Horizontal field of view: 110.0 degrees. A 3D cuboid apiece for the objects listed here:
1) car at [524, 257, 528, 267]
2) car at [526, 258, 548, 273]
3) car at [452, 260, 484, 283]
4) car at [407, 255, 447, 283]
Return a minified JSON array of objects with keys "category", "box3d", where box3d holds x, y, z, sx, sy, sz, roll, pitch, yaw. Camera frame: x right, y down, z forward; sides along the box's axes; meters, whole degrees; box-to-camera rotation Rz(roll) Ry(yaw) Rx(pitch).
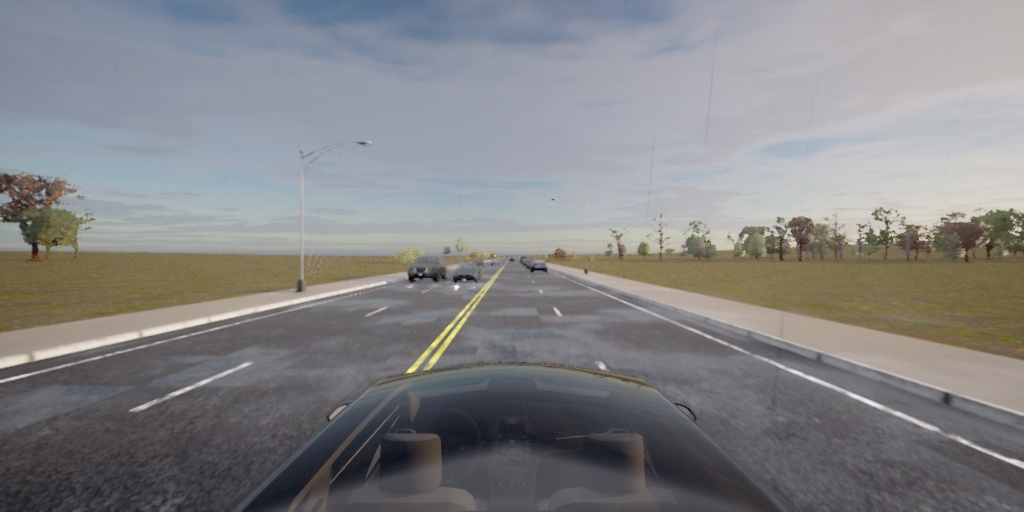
[{"category":"car","box3d":[3.253,1.310,55.213,1.994,1.385,4.181,0,0,0]},{"category":"car","box3d":[3.253,1.252,44.243,2.163,1.488,4.792,0,0,0]},{"category":"car","box3d":[-3.342,1.296,27.775,2.033,1.411,5.357,0,0,0]},{"category":"car","box3d":[-6.591,0.970,28.574,2.150,2.045,5.566,0,0,0]}]
